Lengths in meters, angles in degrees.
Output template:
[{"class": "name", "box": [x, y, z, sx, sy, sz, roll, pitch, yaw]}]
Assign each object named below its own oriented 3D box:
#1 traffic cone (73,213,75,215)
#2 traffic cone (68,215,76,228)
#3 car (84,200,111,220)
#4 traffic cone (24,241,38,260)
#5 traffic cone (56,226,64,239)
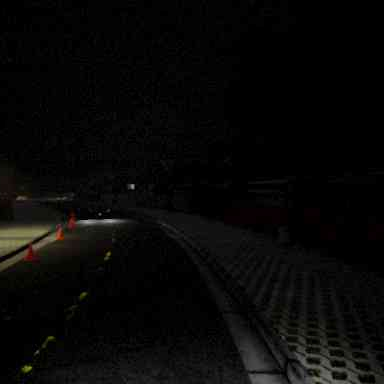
[{"class": "traffic cone", "box": [-8.906, 1.883, 25.081, 0.340, 0.580, 0.340, 0, 0, -20]}, {"class": "traffic cone", "box": [-7.425, 1.898, 20.466, 0.340, 0.580, 0.340, 0, 0, -16]}, {"class": "car", "box": [-7.953, 1.437, 27.838, 1.812, 1.442, 4.674, 0, 0, -22]}, {"class": "traffic cone", "box": [-5.333, 1.929, 11.008, 0.340, 0.580, 0.340, 0, 0, -9]}, {"class": "traffic cone", "box": [-6.233, 1.913, 15.770, 0.340, 0.580, 0.340, 0, 0, -12]}]
